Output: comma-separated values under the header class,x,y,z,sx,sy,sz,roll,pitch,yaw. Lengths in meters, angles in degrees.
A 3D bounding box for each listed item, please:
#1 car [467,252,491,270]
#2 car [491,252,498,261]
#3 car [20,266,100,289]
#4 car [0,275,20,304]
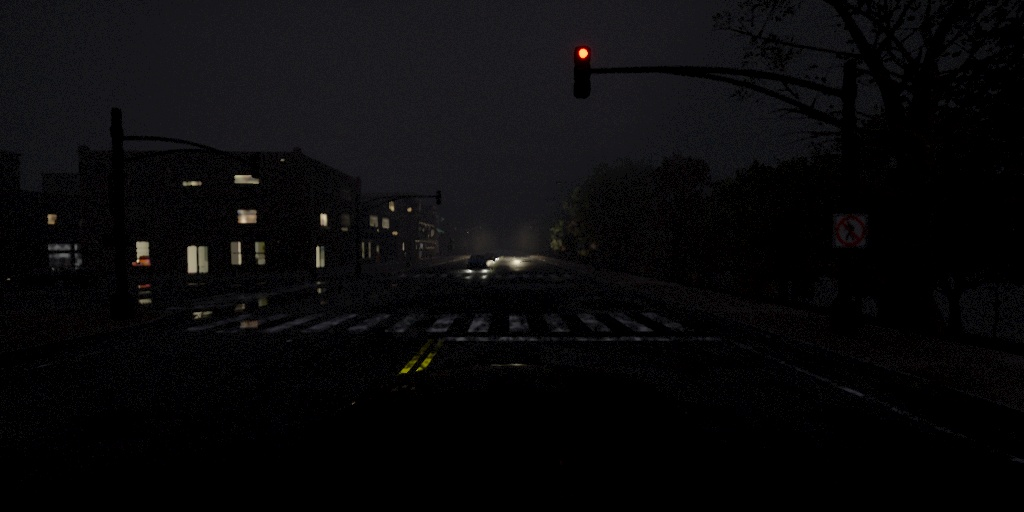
class,x,y,z,sx,sy,sz,roll,pitch,yaw
car,-3.566,0.595,37.334,1.882,1.535,5.008,0,2,-1
car,-3.826,0.147,60.924,1.882,1.535,5.008,0,2,-1
car,-28.489,1.282,22.358,4.403,1.370,2.007,0,0,-2
car,-22.714,1.456,13.884,4.313,1.339,1.948,0,0,-2
